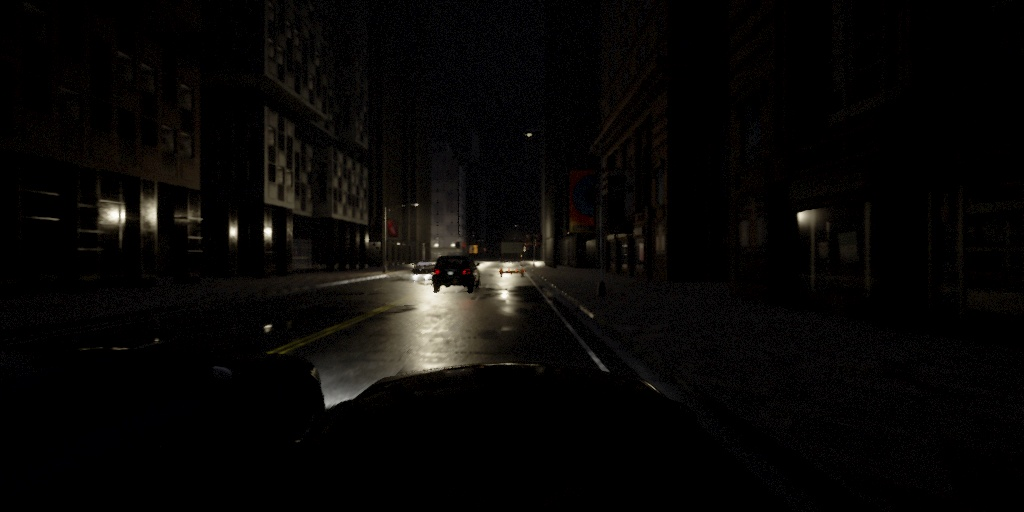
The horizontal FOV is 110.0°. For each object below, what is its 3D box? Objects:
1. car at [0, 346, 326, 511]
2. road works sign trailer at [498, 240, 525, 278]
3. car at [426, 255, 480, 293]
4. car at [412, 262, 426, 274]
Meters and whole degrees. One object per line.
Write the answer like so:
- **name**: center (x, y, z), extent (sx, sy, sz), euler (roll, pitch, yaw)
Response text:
- **car**: center (-3.150, 1.314, 2.466), extent (1.994, 1.385, 4.181), euler (0, 0, 0)
- **road works sign trailer**: center (-0.010, 0.238, 34.596), extent (2.380, 3.560, 2.880), euler (0, 0, 0)
- **car**: center (-3.156, 0.980, 21.015), extent (2.150, 2.045, 5.566), euler (0, 0, 0)
- **car**: center (-9.849, 1.344, 40.397), extent (1.994, 1.385, 4.181), euler (0, 0, 0)
